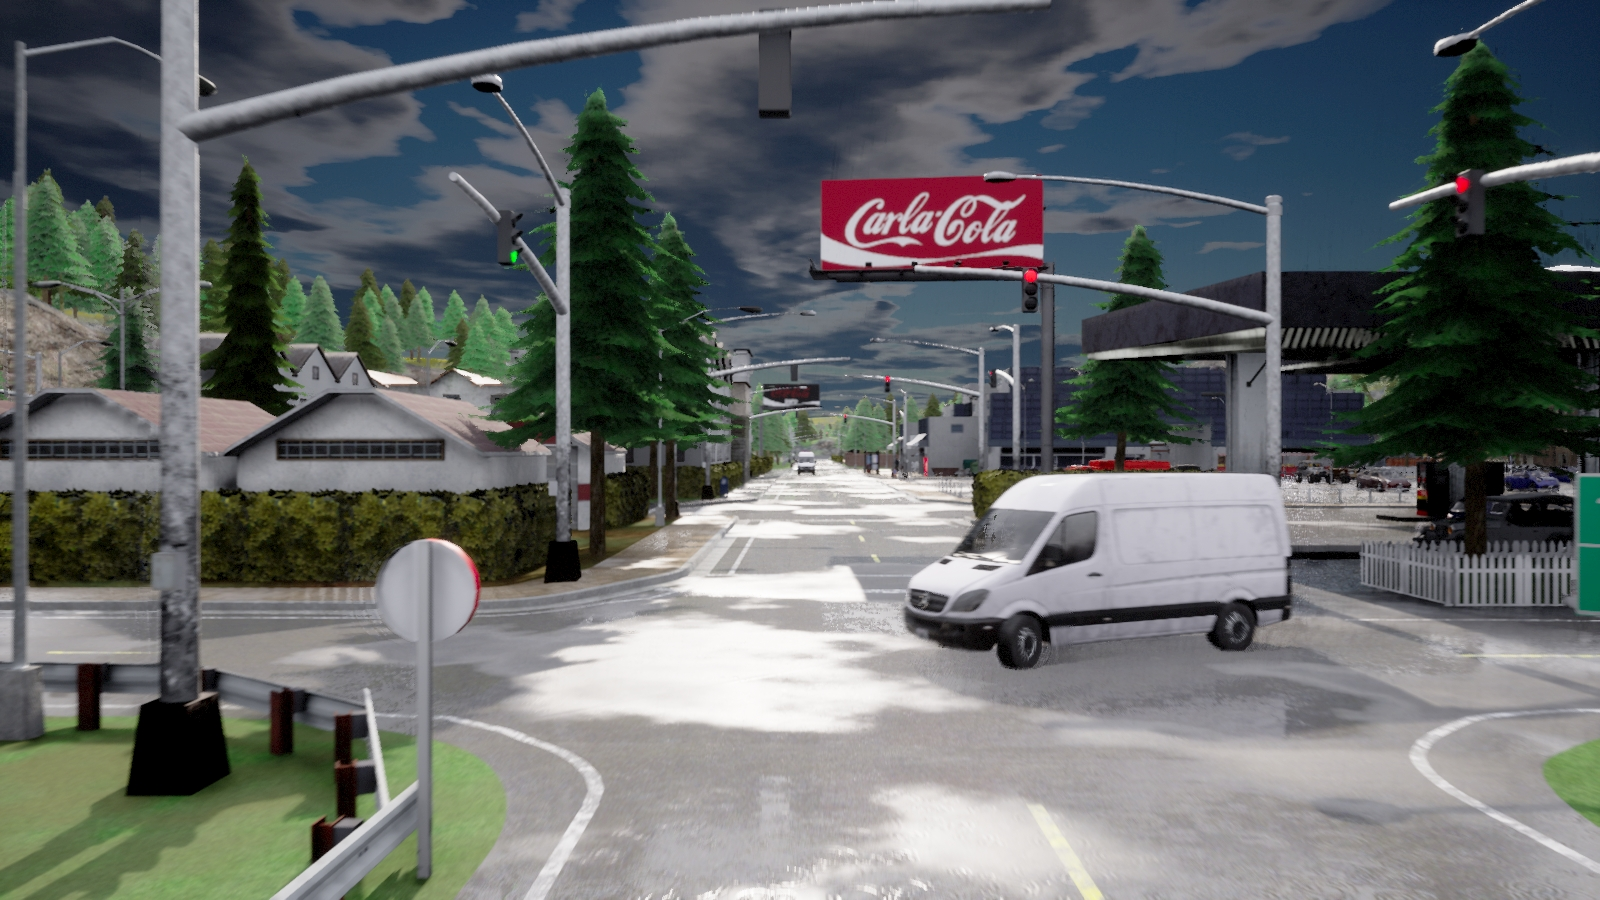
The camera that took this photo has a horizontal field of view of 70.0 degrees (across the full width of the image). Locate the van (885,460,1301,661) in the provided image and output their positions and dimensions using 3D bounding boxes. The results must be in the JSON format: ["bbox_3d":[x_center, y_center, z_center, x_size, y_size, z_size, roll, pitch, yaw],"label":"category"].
[{"bbox_3d":[4.325,1.434,16.671,5.915,2.561,1.988,0,-1,-24],"label":"van"}]

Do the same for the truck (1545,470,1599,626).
[{"bbox_3d":[15.382,1.556,18.268,5.204,2.467,2.627,0,0,0],"label":"truck"}]
